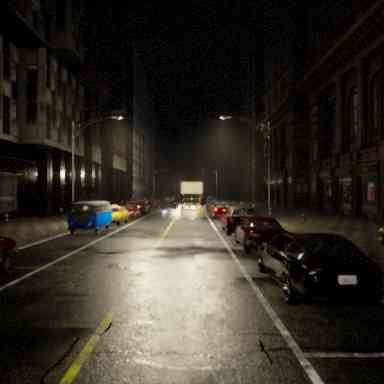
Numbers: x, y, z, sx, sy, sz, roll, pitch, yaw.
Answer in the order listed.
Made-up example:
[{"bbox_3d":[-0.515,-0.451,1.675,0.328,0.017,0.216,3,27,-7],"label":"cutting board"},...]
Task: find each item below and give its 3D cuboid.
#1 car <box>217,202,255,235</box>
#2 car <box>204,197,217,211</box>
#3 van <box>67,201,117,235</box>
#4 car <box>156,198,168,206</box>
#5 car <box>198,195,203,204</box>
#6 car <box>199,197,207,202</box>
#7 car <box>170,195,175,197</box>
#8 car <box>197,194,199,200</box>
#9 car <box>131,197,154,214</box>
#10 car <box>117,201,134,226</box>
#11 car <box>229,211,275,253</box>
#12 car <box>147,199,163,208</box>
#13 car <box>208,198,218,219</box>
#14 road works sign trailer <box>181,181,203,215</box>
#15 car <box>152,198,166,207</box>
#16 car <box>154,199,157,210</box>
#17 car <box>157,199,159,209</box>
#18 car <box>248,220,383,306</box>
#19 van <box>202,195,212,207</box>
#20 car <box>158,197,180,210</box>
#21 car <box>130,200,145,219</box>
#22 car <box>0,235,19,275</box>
[{"bbox_3d":[2.751,1.523,19.179,1.967,1.590,4.097,0,0,0],"label":"car"},{"bbox_3d":[2.739,1.709,41.756,1.752,1.417,4.829,0,0,0],"label":"car"},{"bbox_3d":[-5.775,1.425,19.160,1.690,1.788,3.998,0,0,0],"label":"van"},{"bbox_3d":[-5.796,1.855,63.975,1.947,1.339,4.313,0,0,0],"label":"car"},{"bbox_3d":[2.730,1.577,58.391,2.192,1.841,5.009,0,0,0],"label":"car"},{"bbox_3d":[2.718,1.969,86.398,1.947,1.339,4.313,0,0,0],"label":"car"},{"bbox_3d":[-5.805,1.920,80.782,1.887,1.381,4.507,0,0,0],"label":"car"},{"bbox_3d":[2.725,1.632,69.595,2.192,1.841,5.009,0,0,0],"label":"car"},{"bbox_3d":[-5.783,1.473,35.966,2.192,1.841,5.009,0,0,0],"label":"car"},{"bbox_3d":[-5.777,1.633,24.591,1.752,1.417,4.829,0,0,0],"label":"car"},{"bbox_3d":[2.754,1.641,13.577,1.802,1.307,4.206,0,0,0],"label":"car"},{"bbox_3d":[-5.791,1.786,52.772,2.008,1.369,4.403,0,0,0],"label":"car"},{"bbox_3d":[2.745,1.573,30.382,1.967,1.590,4.097,0,0,0],"label":"car"},{"bbox_3d":[-0.018,0.620,35.429,2.380,3.560,2.880,0,0,0],"label":"road works sign trailer"},{"bbox_3d":[-5.794,1.828,58.373,1.947,1.339,4.313,0,0,0],"label":"car"},{"bbox_3d":[-5.785,1.765,41.567,1.802,1.307,4.206,0,0,0],"label":"car"},{"bbox_3d":[-5.788,1.649,47.169,1.967,1.590,4.097,0,0,0],"label":"car"},{"bbox_3d":[2.757,1.600,7.975,1.947,1.339,4.313,0,0,0],"label":"car"},{"bbox_3d":[2.736,1.550,47.188,1.690,1.788,3.998,0,0,0],"label":"van"},{"bbox_3d":[-3.108,1.765,45.500,1.994,1.385,4.181,0,0,0],"label":"car"},{"bbox_3d":[-5.780,1.715,30.363,1.802,1.307,4.206,0,0,0],"label":"car"},{"bbox_3d":[-5.768,1.617,7.955,1.802,1.307,4.206,0,0,0],"label":"car"}]
